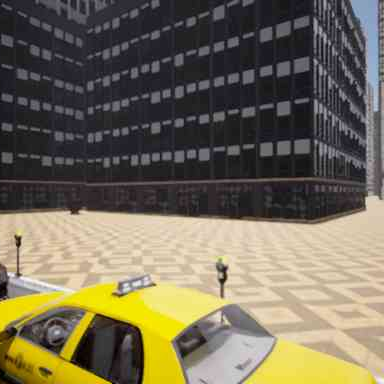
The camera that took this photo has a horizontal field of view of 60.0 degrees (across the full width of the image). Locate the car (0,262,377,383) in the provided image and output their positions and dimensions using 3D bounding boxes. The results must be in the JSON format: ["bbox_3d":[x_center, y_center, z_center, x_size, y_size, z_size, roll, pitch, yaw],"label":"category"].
[{"bbox_3d":[-0.783,1.521,3.392,4.829,1.417,1.752,0,0,35],"label":"car"}]
